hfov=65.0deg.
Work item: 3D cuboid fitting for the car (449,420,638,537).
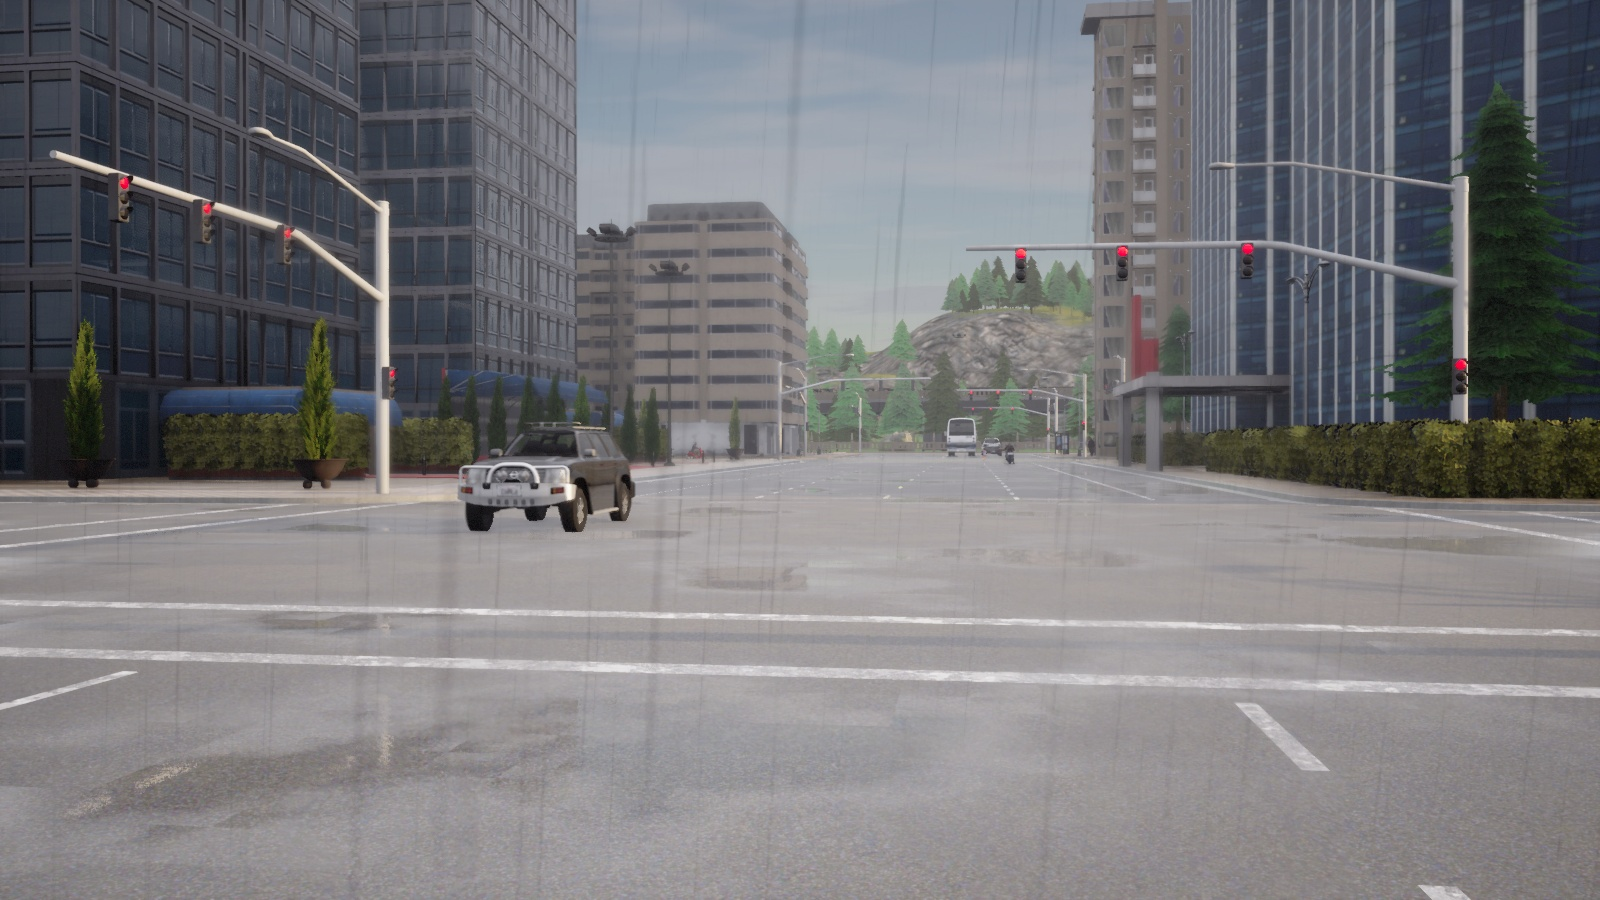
[{"bbox_3d":[-4.391,0.434,22.303,1.932,1.855,4.605,0,0,7],"label":"car"}]
